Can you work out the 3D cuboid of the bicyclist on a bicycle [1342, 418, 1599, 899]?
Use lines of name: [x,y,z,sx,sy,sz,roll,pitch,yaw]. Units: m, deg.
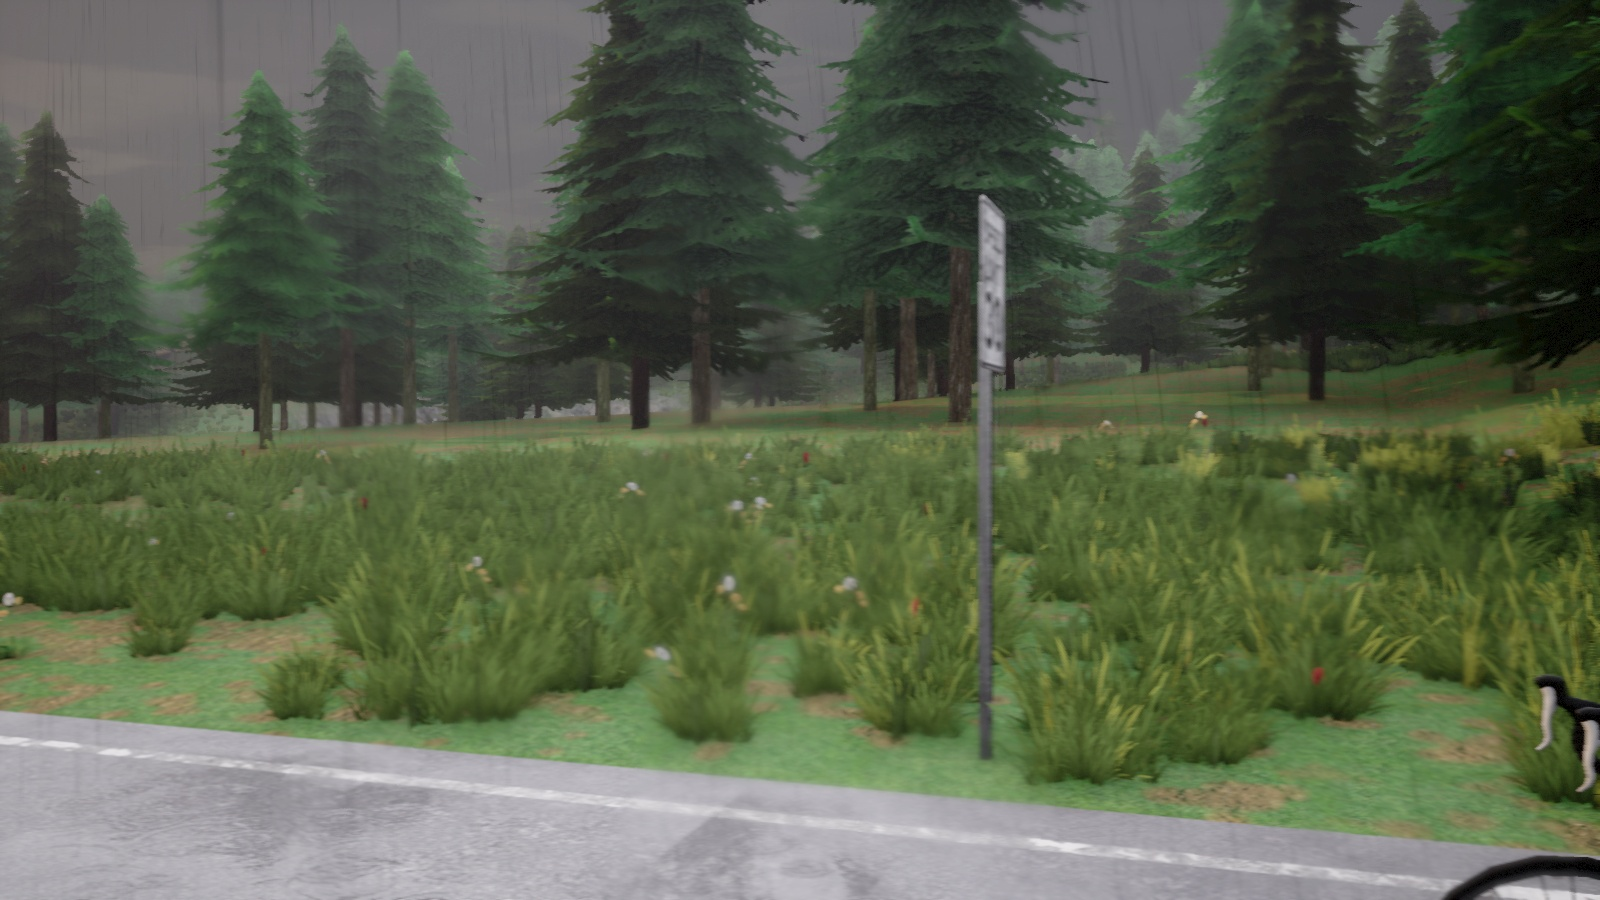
bicyclist on a bicycle: [2.013,0.747,2.515,1.656,1.620,0.582,0,1,19]
